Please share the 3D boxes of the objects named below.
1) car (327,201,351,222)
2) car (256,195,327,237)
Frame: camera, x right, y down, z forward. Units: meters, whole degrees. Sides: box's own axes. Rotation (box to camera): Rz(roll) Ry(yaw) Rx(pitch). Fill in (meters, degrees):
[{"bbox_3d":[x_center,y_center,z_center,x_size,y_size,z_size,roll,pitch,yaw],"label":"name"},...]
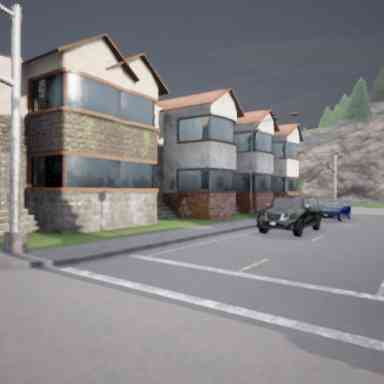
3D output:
[{"bbox_3d":[11.435,1.450,26.830,1.882,1.535,5.008,1,1,36],"label":"car"},{"bbox_3d":[5.568,1.198,18.602,2.150,2.045,5.566,1,0,35],"label":"car"}]
